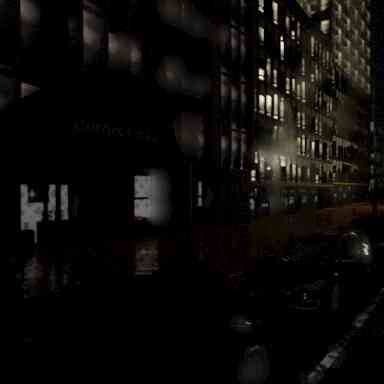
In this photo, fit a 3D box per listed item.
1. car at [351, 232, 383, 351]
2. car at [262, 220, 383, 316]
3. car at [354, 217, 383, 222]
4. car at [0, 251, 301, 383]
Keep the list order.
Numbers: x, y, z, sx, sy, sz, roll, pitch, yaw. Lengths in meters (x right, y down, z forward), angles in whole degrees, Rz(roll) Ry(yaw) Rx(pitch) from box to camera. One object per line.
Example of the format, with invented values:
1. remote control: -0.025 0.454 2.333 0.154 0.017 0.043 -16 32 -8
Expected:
1. car: 4.374 1.488 5.354 2.128 1.511 4.902 0 0 39
2. car: 2.791 1.548 7.521 2.008 1.369 4.403 -1 0 39
3. car: 6.386 1.577 11.924 1.802 1.307 4.206 -1 0 39
4. car: -0.802 1.545 3.118 1.887 1.381 4.507 -1 0 39
